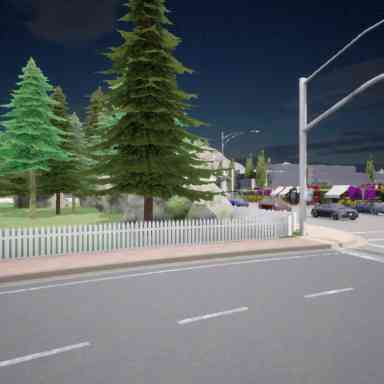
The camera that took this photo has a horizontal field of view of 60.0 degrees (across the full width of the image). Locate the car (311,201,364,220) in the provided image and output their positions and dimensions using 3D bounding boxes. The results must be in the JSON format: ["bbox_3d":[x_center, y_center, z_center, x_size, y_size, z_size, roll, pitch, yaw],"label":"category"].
[{"bbox_3d":[12.090,1.619,28.427,1.994,1.385,4.181,0,0,-16],"label":"car"}]

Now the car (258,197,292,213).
[{"bbox_3d":[9.337,1.407,37.718,2.097,1.767,4.553,0,0,-16],"label":"car"}]

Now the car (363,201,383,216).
[{"bbox_3d":[18.005,1.603,33.647,2.033,1.411,5.357,0,0,-16],"label":"car"}]

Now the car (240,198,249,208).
[{"bbox_3d":[6.409,1.533,47.613,1.882,1.535,5.008,0,0,-17],"label":"car"}]
